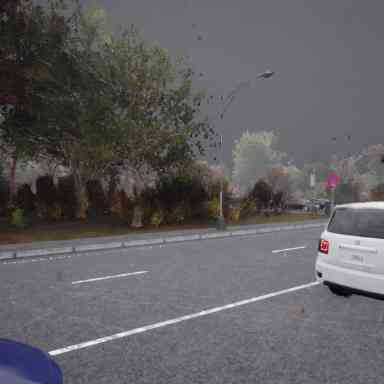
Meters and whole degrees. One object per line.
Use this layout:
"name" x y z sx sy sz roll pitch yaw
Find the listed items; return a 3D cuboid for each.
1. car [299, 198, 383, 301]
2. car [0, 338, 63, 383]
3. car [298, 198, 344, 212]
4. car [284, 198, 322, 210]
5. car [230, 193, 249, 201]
"car" 5.071 1.221 7.369 5.566 2.045 2.150 0 0 -35
"car" -3.051 1.526 1.567 4.674 1.442 1.812 0 0 -36
"car" 15.595 1.491 40.550 2.128 1.511 4.902 0 0 -32
"car" 12.565 1.492 38.767 2.128 1.511 4.902 0 0 -33
"car" 6.515 1.207 48.368 2.150 2.045 5.566 0 0 -32
